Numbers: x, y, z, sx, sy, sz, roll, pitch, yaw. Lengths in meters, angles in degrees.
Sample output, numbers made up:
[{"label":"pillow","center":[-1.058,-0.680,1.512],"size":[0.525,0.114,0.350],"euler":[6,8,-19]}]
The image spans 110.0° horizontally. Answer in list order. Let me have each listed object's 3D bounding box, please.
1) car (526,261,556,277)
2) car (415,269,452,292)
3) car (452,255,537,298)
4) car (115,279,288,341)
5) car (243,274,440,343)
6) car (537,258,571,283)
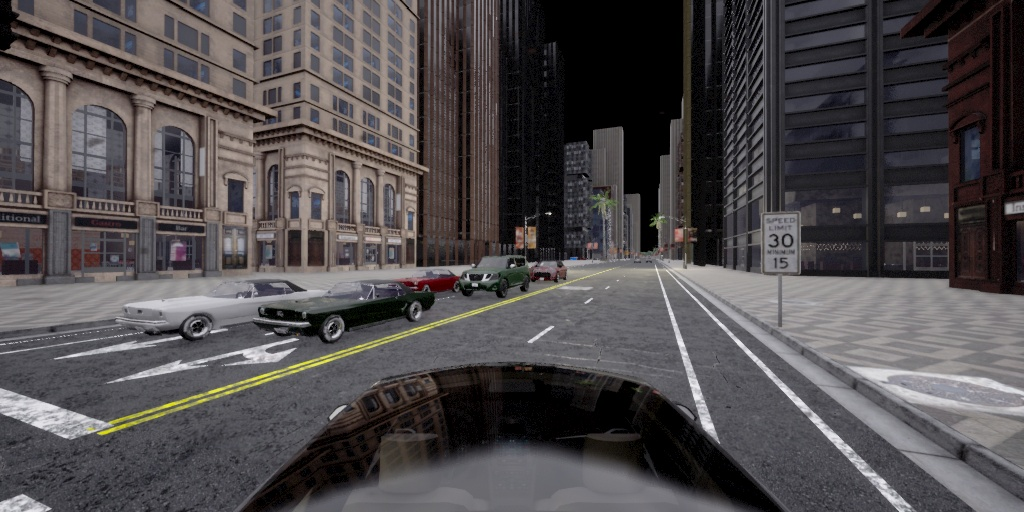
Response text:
[{"label":"car","center":[3.139,1.297,37.709],"size":[1.812,1.442,4.674],"euler":[0,0,22]},{"label":"car","center":[-4.332,1.356,18.744],"size":[1.895,1.301,4.718],"euler":[0,0,21]},{"label":"car","center":[-0.705,0.977,19.072],"size":[2.150,2.045,5.566],"euler":[0,0,21]},{"label":"car","center":[-7.673,1.352,10.212],"size":[1.895,1.301,4.718],"euler":[0,0,21]},{"label":"car","center":[-4.271,1.352,9.985],"size":[1.895,1.301,4.718],"euler":[0,0,24]},{"label":"car","center":[3.002,1.115,28.581],"size":[2.097,1.767,4.553],"euler":[0,0,21]}]
